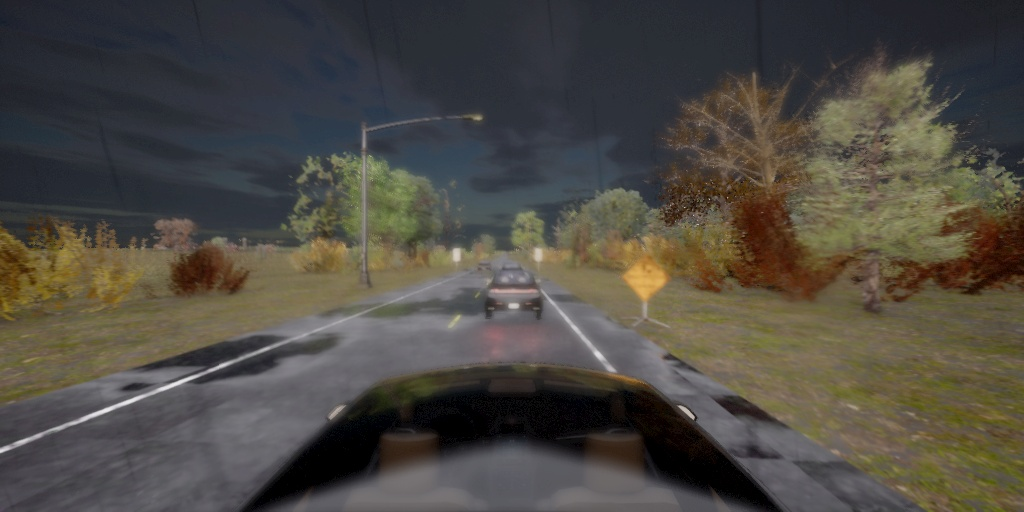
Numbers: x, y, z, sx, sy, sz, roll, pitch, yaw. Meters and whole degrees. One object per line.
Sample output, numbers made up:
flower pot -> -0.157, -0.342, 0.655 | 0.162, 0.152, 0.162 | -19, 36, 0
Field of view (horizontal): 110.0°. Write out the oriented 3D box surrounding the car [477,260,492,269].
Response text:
car -> -3.793, 1.315, 50.519 | 2.033, 1.411, 5.357 | 0, 0, 0

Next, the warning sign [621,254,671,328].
warning sign -> 3.549, 0.867, 9.584 | 1.300, 1.860, 1.060 | 0, 0, 0

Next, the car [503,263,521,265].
car -> 0.015, 1.250, 27.980 | 2.128, 1.511, 4.902 | 0, 0, 0

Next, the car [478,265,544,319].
car -> 0.063, 1.245, 12.850 | 2.128, 1.511, 4.902 | 0, 0, 0
